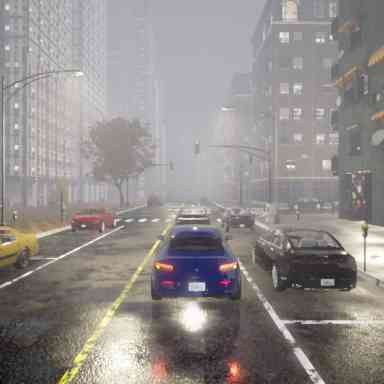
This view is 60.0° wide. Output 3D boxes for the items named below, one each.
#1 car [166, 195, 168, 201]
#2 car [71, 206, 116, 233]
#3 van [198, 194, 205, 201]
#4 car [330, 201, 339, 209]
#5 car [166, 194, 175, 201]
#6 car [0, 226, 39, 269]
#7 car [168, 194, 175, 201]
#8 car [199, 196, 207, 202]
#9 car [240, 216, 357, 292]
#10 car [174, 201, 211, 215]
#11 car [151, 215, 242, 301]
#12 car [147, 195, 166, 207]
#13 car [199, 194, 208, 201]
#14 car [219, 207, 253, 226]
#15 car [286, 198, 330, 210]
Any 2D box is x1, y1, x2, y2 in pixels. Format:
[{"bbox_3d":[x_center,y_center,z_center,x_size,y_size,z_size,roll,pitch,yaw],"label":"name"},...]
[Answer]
[{"bbox_3d":[-5.802,1.607,57.713,1.947,1.339,4.313,0,0,0],"label":"car"},{"bbox_3d":[-5.726,1.549,19.802,1.887,1.381,4.507,0,0,0],"label":"car"},{"bbox_3d":[2.524,1.424,85.344,1.690,1.788,3.998,0,0,0],"label":"van"},{"bbox_3d":[18.749,1.259,39.310,4.829,1.417,1.752,-1,1,-1],"label":"car"},{"bbox_3d":[-5.867,1.409,90.850,2.192,1.841,5.009,0,0,0],"label":"car"},{"bbox_3d":[-5.704,1.526,8.566,1.752,1.417,4.829,0,0,0],"label":"car"},{"bbox_3d":[-5.856,1.649,85.328,1.947,1.339,4.313,0,0,0],"label":"car"},{"bbox_3d":[2.535,1.598,79.990,1.752,1.417,4.829,0,0,0],"label":"car"},{"bbox_3d":[2.676,1.551,8.752,2.008,1.369,4.403,0,0,0],"label":"car"},{"bbox_3d":[0.045,1.495,18.334,2.128,1.511,4.902,0,0,0],"label":"car"},{"bbox_3d":[0.078,1.526,8.232,1.812,1.442,4.674,0,0,0],"label":"car"},{"bbox_3d":[-5.791,1.349,52.190,2.192,1.841,5.009,0,0,0],"label":"car"},{"bbox_3d":[2.547,1.630,74.298,1.947,1.339,4.313,0,0,0],"label":"car"},{"bbox_3d":[2.654,1.555,19.818,2.008,1.369,4.403,0,0,0],"label":"car"},{"bbox_3d":[13.352,1.359,39.245,4.403,1.369,2.008,-1,1,-1],"label":"car"}]
